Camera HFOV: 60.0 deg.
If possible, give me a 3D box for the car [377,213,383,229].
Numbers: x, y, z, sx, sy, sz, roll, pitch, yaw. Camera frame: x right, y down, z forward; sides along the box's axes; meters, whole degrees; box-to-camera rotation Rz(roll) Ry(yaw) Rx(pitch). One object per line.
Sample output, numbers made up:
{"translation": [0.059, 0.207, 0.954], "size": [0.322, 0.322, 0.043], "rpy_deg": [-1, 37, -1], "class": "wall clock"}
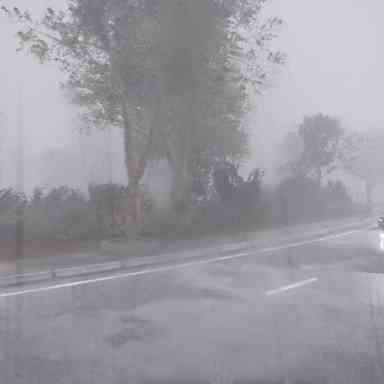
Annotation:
{"translation": [13.353, 1.573, 21.043], "size": [2.033, 1.411, 5.357], "rpy_deg": [0, 0, 42], "class": "car"}
